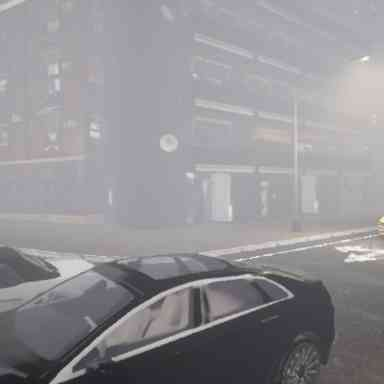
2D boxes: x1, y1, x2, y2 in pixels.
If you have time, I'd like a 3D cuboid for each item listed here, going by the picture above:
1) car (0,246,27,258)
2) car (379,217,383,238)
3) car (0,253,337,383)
[{"bbox_3d":[-3.724,1.605,5.040,4.718,1.301,1.895,-1,0,-36],"label":"car"},{"bbox_3d":[10.623,1.337,15.592,5.008,1.535,1.882,-1,0,-37],"label":"car"},{"bbox_3d":[-0.518,1.482,3.349,4.902,1.511,2.128,-1,0,-36],"label":"car"}]
